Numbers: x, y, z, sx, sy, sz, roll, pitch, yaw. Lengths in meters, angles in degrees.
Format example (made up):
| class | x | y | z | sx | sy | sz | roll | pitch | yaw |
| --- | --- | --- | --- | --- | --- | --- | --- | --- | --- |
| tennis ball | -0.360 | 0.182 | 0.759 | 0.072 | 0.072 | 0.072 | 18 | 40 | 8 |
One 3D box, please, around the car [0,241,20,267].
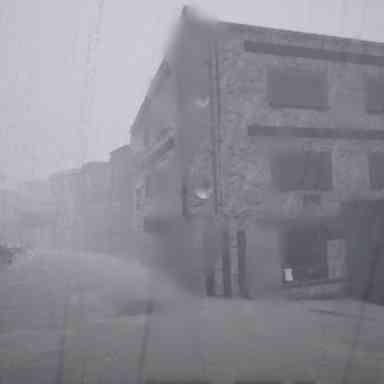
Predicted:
| class | x | y | z | sx | sy | sz | roll | pitch | yaw |
| --- | --- | --- | --- | --- | --- | --- | --- | --- | --- |
| car | -13.154 | 4.185 | 21.841 | 2.033 | 1.411 | 5.357 | -1 | -6 | -17 |
